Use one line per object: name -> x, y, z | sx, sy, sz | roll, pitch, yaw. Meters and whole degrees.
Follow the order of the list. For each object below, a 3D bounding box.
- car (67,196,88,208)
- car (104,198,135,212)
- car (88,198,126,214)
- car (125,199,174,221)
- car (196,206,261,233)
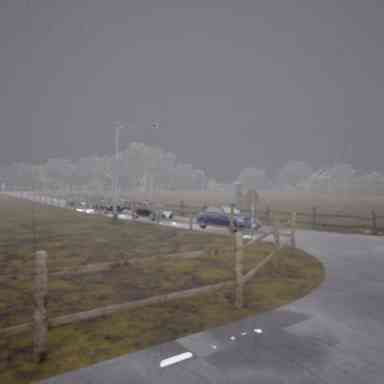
car -> -15.043, 1.305, 43.975 | 2.128, 1.511, 4.902 | 2, 0, -36
car -> -8.926, 1.502, 40.479 | 1.837, 1.490, 4.892 | 2, 0, -36
car -> -9.098, 1.578, 35.686 | 1.895, 1.301, 4.718 | 2, 0, -36
car -> -3.301, 1.548, 27.666 | 2.128, 1.511, 4.902 | 2, -1, -36
car -> 2.078, 1.583, 20.176 | 1.812, 1.442, 4.674 | 2, -1, -35
